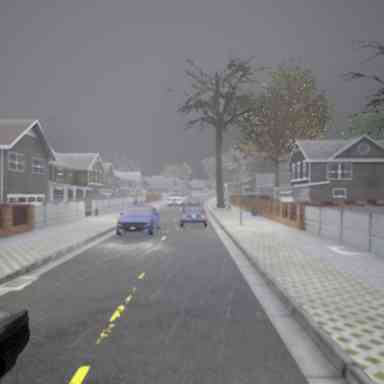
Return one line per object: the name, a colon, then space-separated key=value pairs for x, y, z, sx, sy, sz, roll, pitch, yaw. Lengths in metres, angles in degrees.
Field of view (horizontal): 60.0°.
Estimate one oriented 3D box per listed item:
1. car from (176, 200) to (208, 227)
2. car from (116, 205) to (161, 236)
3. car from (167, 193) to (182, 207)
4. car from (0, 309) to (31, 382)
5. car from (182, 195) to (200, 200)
car: x=0.110 y=1.531 z=22.907 sx=2.033 sy=1.411 sz=5.357 roll=0 pitch=0 yaw=0
car: x=-2.842 y=1.469 z=18.443 sx=1.882 sy=1.535 sz=5.008 roll=0 pitch=0 yaw=0
car: x=-2.449 y=1.111 z=50.664 sx=2.150 sy=2.045 sz=5.566 roll=0 pitch=0 yaw=2
car: x=-2.843 y=1.602 z=1.711 sx=1.895 sy=1.301 sz=4.718 roll=0 pitch=0 yaw=0
car: x=0.189 y=1.290 z=39.235 sx=2.097 sy=1.767 sz=4.553 roll=0 pitch=0 yaw=1
